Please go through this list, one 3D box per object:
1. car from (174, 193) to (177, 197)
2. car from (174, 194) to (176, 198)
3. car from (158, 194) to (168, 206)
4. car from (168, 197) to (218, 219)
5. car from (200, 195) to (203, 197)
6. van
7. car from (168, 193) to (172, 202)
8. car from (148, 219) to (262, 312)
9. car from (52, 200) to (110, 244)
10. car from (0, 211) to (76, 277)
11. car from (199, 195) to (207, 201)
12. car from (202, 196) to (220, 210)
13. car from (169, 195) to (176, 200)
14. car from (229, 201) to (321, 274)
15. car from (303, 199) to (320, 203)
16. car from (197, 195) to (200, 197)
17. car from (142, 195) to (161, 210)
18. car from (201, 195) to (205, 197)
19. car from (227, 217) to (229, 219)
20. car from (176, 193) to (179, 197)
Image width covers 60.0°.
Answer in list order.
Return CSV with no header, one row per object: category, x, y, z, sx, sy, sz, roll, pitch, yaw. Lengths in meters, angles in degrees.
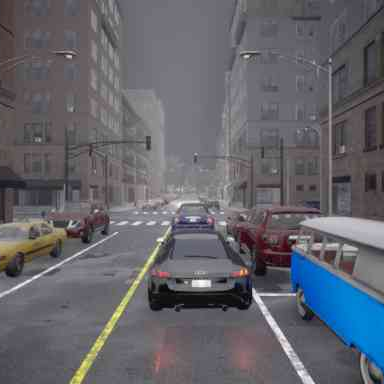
car,-5.367,1.563,81.472,1.947,1.339,4.313,0,0,0
car,-5.371,1.548,75.990,2.008,1.369,4.403,0,0,0
car,-5.389,1.522,53.892,1.752,1.417,4.829,0,0,0
car,0.057,1.351,17.855,2.097,1.767,4.553,0,0,0
car,2.661,1.547,54.058,2.008,1.369,4.403,0,0,0
van,2.640,1.341,4.729,1.690,1.788,3.998,0,0,0
car,-5.384,1.311,59.544,2.192,1.841,5.009,0,0,0
car,0.101,1.564,7.799,1.994,1.385,4.181,0,0,-2
car,-5.393,1.314,16.091,2.192,1.841,5.009,0,0,0
car,-5.395,1.525,10.242,1.752,1.417,4.829,0,0,0
car,2.673,1.437,81.468,1.967,1.590,4.097,0,0,0
car,2.656,1.547,43.095,2.008,1.369,4.403,0,0,0
car,-5.359,1.523,92.266,1.752,1.417,4.829,0,0,0
car,2.643,1.314,10.407,2.192,1.841,5.009,0,0,0
car,10.992,1.419,31.234,5.008,1.535,1.882,0,0,0
car,2.668,1.547,70.504,2.008,1.369,4.403,0,0,0
car,-5.397,1.521,42.928,1.752,1.417,4.829,0,0,0
car,2.659,1.541,48.576,1.887,1.381,4.507,0,0,0
car,2.645,1.581,16.086,1.802,1.307,4.206,0,0,0
car,-5.362,1.312,86.954,2.192,1.841,5.009,0,0,0
